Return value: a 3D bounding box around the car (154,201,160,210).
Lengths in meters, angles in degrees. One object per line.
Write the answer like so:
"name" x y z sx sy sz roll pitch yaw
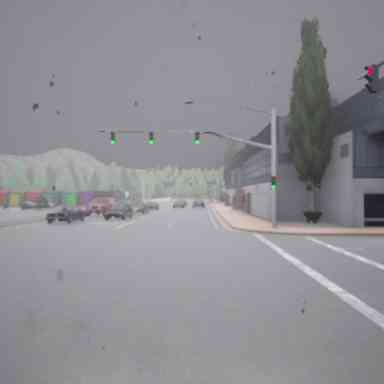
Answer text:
"car" -6.198 2.132 51.627 1.994 1.385 4.181 0 -1 3

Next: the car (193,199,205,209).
"car" 1.211 1.996 58.741 2.097 1.767 4.553 0 -1 2

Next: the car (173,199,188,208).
"car" -2.358 2.218 59.606 1.994 1.385 4.181 0 -1 2

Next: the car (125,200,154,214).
"car" -6.550 1.950 41.681 2.128 1.511 4.902 0 -1 2

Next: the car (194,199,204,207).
"car" 1.467 2.278 68.946 2.128 1.511 4.902 0 -1 2

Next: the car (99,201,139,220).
"car" -6.875 1.900 31.938 2.033 1.411 5.357 0 -1 2

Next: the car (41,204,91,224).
"car" -10.474 1.911 28.062 1.895 1.301 4.718 0 -1 1

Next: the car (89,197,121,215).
"car" -10.194 1.639 37.829 2.150 2.045 5.566 0 -1 2

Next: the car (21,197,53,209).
"car" -24.466 1.730 51.878 3.866 1.878 1.905 0 -1 0

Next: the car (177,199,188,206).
"car" -2.020 2.231 69.397 1.994 1.385 4.181 0 -1 2

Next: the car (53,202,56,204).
"car" -24.430 2.001 54.770 3.806 1.475 1.970 0 -1 0

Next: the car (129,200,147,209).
"car" -9.456 2.188 58.218 2.033 1.411 5.357 0 -1 2
